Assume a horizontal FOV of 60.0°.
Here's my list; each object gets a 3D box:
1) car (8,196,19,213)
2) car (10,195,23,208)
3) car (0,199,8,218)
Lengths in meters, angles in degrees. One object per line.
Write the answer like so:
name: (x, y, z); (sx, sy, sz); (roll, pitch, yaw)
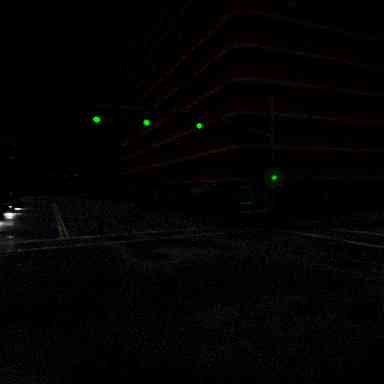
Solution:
car: (-21.238, 1.556, 37.707); (1.837, 1.490, 4.892); (-2, 1, -23)
car: (-25.952, 1.578, 48.809); (2.033, 1.411, 5.357); (-1, 1, -23)
car: (-17.139, 1.545, 28.132); (1.882, 1.535, 5.008); (-2, 1, -23)
